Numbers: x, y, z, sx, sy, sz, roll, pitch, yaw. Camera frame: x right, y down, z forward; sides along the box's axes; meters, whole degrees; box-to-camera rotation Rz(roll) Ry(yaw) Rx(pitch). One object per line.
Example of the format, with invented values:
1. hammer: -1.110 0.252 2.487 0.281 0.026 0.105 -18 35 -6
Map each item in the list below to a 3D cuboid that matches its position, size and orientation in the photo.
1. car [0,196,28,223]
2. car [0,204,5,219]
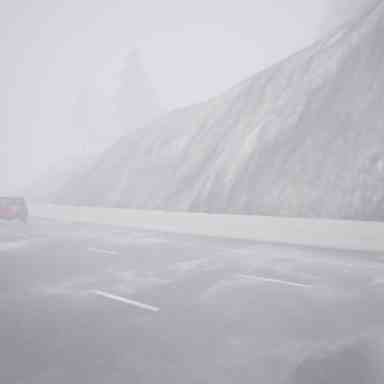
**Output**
1. car: -14.545 1.349 25.679 2.150 2.045 5.566 0 0 -45
2. car: -13.108 1.577 19.511 4.902 1.511 2.128 0 -1 43
